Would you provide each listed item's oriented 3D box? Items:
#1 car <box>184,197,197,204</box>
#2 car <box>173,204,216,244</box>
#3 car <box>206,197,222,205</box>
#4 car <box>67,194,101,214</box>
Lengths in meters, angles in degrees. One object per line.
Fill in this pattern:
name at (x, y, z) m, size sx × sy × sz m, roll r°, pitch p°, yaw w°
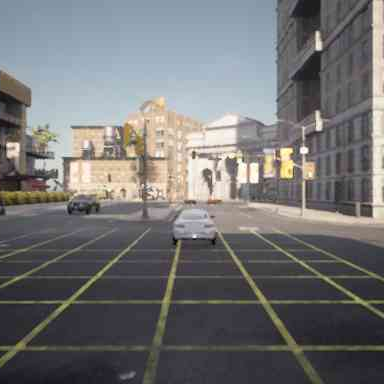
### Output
car at (-0.410, 1.620, 61.616) m, size 1.895 × 1.301 × 4.718 m, roll 0°, pitch 0°, yaw -8°
car at (0.099, 1.531, 15.656) m, size 1.812 × 1.442 × 4.674 m, roll 0°, pitch 0°, yaw 0°
car at (4.175, 1.621, 61.644) m, size 1.895 × 1.301 × 4.718 m, roll 0°, pitch 0°, yaw 20°
car at (-11.519, 1.232, 35.870) m, size 2.150 × 2.045 × 5.566 m, roll 0°, pitch 0°, yaw 0°
